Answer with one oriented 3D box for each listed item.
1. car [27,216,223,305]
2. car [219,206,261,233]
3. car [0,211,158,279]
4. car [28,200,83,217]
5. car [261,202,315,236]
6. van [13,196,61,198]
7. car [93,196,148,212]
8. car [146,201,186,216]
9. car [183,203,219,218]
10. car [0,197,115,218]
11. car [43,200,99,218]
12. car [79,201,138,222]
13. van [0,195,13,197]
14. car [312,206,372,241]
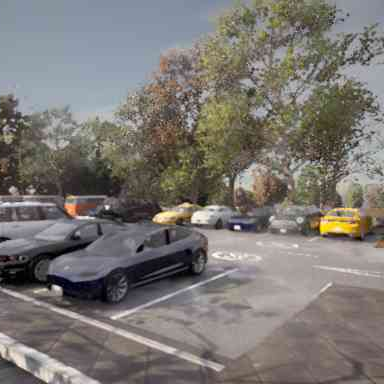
[{"bbox_3d":[-1.418,1.648,8.891,2.163,1.488,4.792,0,0,36],"label":"car"},{"bbox_3d":[4.010,1.637,21.109,2.163,1.488,4.792,0,0,36],"label":"car"},{"bbox_3d":[-3.646,1.616,10.547,2.097,1.535,5.008,0,0,36],"label":"car"},{"bbox_3d":[-13.899,1.645,34.149,2.163,1.488,4.792,0,0,36],"label":"car"},{"bbox_3d":[6.188,1.483,19.606,2.185,1.767,4.553,0,0,36],"label":"car"},{"bbox_3d":[-16.210,1.407,35.653,1.878,1.987,4.442,0,0,36],"label":"van"},{"bbox_3d":[-4.930,1.350,27.654,2.435,2.045,5.566,0,0,36],"label":"car"},{"bbox_3d":[-0.569,1.601,24.232,1.946,1.575,5.366,0,0,36],"label":"car"},{"bbox_3d":[1.782,1.646,22.755,2.002,1.452,4.674,0,0,36],"label":"car"},{"bbox_3d":[-5.881,1.364,12.194,2.435,2.045,5.566,0,0,36],"label":"car"},{"bbox_3d":[-11.761,1.635,32.601,2.163,1.488,4.792,0,0,36],"label":"car"},{"bbox_3d":[-7.206,1.630,29.232,2.163,1.488,4.792,0,0,36],"label":"car"},{"bbox_3d":[-20.578,1.449,39.093,1.878,1.987,4.442,-1,0,36],"label":"van"},{"bbox_3d":[8.412,1.609,17.951,2.097,1.535,5.008,0,0,36],"label":"car"}]
